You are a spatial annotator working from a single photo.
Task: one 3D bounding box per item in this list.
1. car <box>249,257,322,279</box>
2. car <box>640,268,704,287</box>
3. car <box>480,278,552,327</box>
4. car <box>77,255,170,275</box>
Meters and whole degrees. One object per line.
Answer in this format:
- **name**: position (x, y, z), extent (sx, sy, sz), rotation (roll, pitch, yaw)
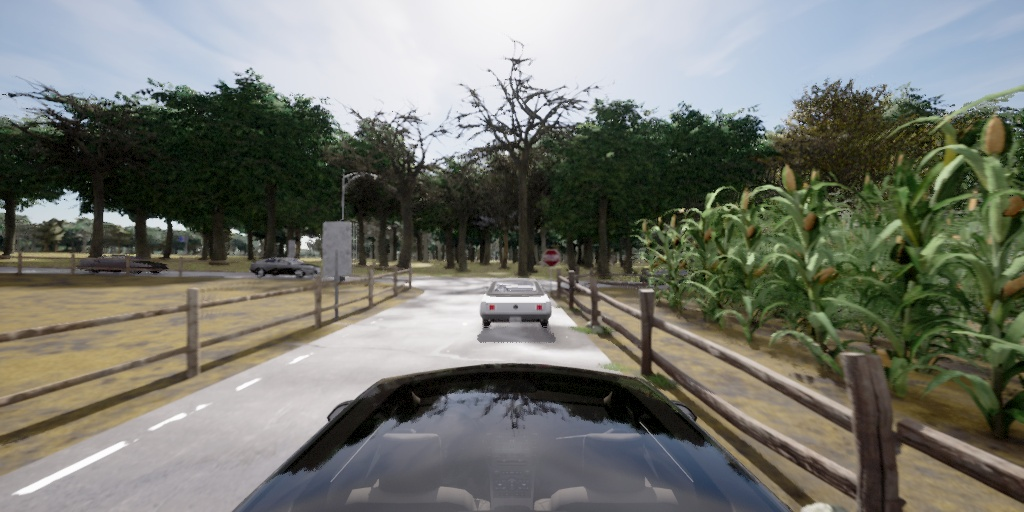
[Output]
- **car**: position (-17.016, 0.865, 27.087), extent (4.902, 1.511, 2.128), rotation (1, 0, 0)
- **car**: position (12.654, 1.622, 27.441), extent (5.357, 1.411, 2.033), rotation (1, 0, 6)
- **car**: position (0.093, 1.349, 11.446), extent (1.895, 1.301, 4.718), rotation (0, 0, 0)
- **car**: position (-29.276, 0.630, 27.101), extent (5.357, 1.411, 2.033), rotation (2, 0, -1)
